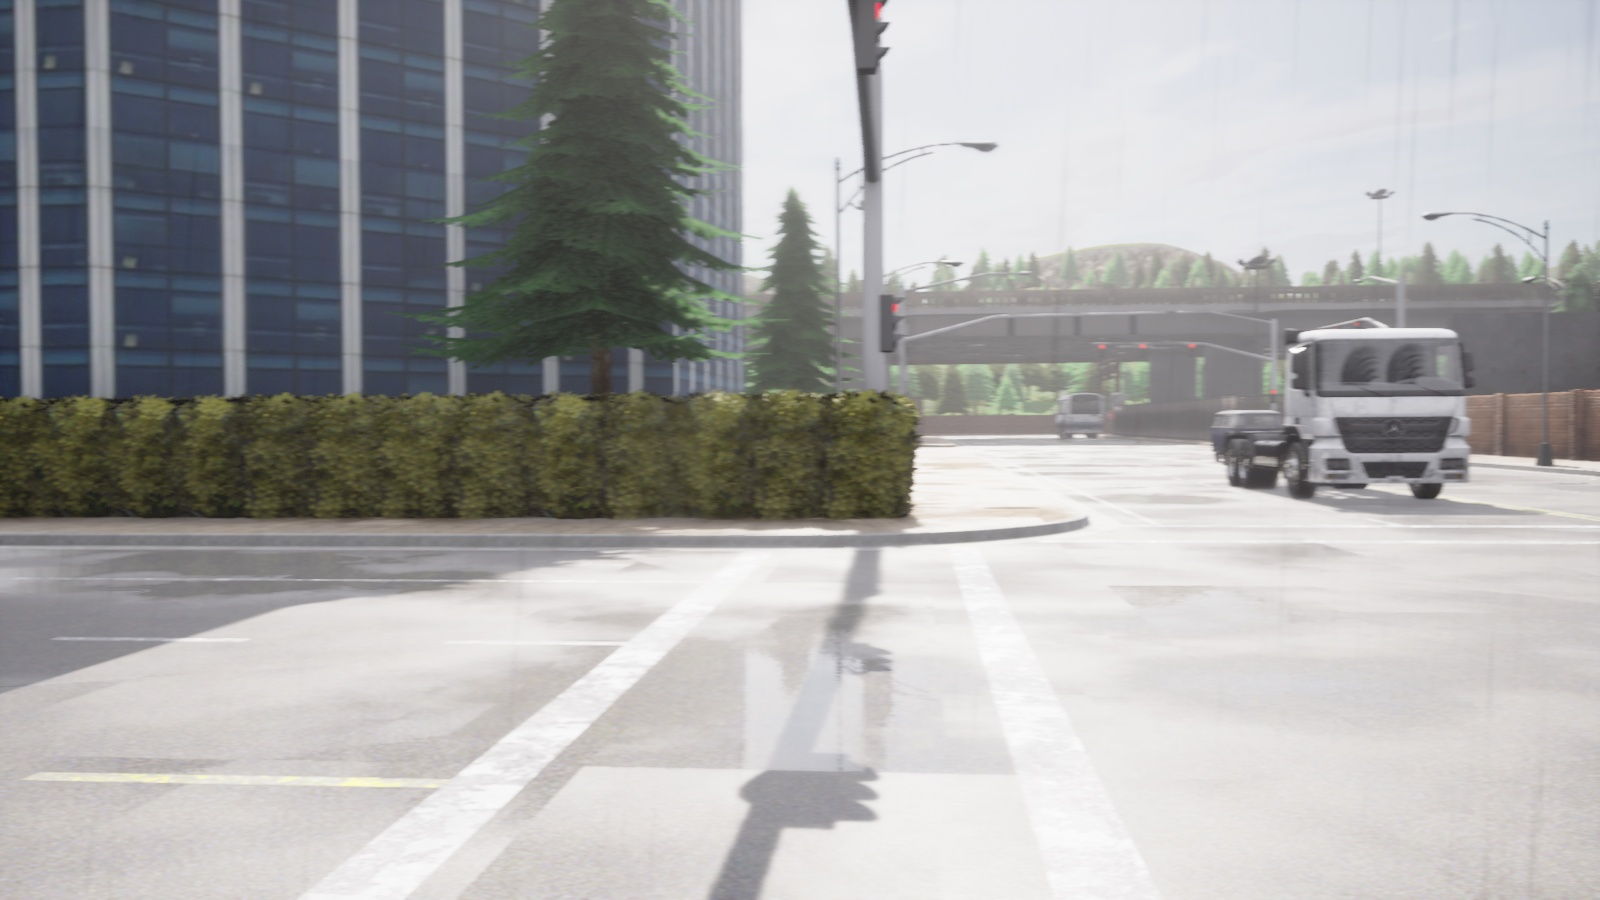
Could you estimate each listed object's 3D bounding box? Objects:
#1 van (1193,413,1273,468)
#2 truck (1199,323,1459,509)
[{"bbox_3d":[16.287,-0.397,47.440,1.775,1.987,4.442,0,1,5],"label":"van"},{"bbox_3d":[11.155,-0.720,27.501,2.891,3.462,7.936,0,1,5],"label":"truck"}]
